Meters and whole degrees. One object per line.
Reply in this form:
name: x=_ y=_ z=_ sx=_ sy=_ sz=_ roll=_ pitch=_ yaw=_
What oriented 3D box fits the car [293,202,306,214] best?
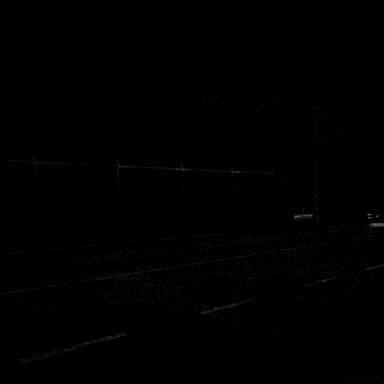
car: x=9.824 y=1.559 z=35.558 sx=1.837 sy=1.490 sz=4.892 roll=0 pitch=0 yaw=-36

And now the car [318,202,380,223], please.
car: x=12.143 y=1.559 z=26.329 sx=1.837 sy=1.490 sz=4.892 roll=0 pitch=0 yaw=-36
